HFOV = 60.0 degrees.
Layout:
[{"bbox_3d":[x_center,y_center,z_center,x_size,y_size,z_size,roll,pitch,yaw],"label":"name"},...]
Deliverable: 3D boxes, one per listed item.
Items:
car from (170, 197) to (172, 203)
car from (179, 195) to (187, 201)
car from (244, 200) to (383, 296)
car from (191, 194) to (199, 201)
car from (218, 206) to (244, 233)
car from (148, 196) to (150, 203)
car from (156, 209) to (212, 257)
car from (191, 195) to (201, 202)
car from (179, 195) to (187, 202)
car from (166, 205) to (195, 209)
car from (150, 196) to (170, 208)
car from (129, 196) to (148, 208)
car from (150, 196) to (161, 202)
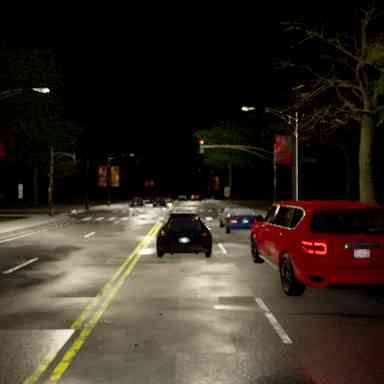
[{"bbox_3d":[-5.133,1.632,67.577,1.895,1.301,4.718,0,0,-1],"label":"car"},{"bbox_3d":[-2.408,1.488,87.112,1.994,1.385,4.181,0,0,-2],"label":"car"},{"bbox_3d":[3.057,1.221,8.799,2.150,2.045,5.566,0,0,-2],"label":"car"},{"bbox_3d":[0.841,1.413,87.199,1.882,1.535,5.008,0,0,-2],"label":"car"},{"bbox_3d":[2.669,1.548,19.467,2.033,1.411,5.357,0,0,-2],"label":"car"},{"bbox_3d":[-8.330,1.518,63.931,2.128,1.511,4.902,0,0,-1],"label":"car"},{"bbox_3d":[-0.304,1.564,12.990,1.994,1.385,4.181,0,0,-1],"label":"car"},{"bbox_3d":[1.111,1.594,77.204,1.994,1.385,4.181,0,0,-2],"label":"car"},{"bbox_3d":[-2.139,1.637,77.146,1.895,1.301,4.718,0,0,-2],"label":"car"},{"bbox_3d":[-0.555,1.603,21.904,1.895,1.301,4.718,0,0,-2],"label":"car"},{"bbox_3d":[-4.724,1.518,48.995,1.837,1.490,4.892,0,0,-1],"label":"car"},{"bbox_3d":[-7.968,1.518,48.715,1.837,1.490,4.892,0,0,-1],"label":"car"},{"bbox_3d":[-8.705,1.584,79.515,2.033,1.411,5.357,0,0,-2],"label":"car"}]
